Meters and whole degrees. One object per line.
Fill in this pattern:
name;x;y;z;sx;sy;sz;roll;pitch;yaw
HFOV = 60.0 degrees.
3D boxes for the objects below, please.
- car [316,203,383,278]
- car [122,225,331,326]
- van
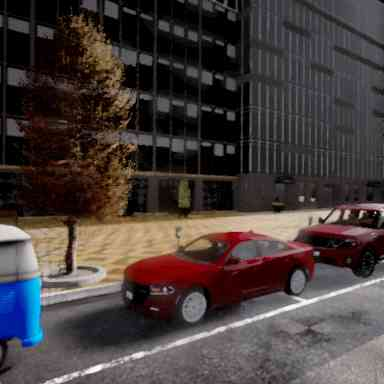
car;5.345;1.314;10.359;5.009;1.841;2.192;0;1;-35
car;0.747;1.544;7.082;4.507;1.381;1.887;0;1;-35
van;-3.850;1.341;3.802;3.998;1.788;1.690;0;1;-35
